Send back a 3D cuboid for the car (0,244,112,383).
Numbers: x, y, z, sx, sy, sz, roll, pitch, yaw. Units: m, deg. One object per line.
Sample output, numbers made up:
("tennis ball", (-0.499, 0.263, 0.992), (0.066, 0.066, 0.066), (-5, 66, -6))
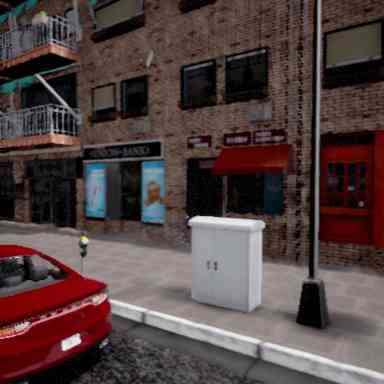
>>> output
("car", (-3.143, 1.454, 4.816), (4.507, 1.381, 1.887), (1, 2, 34))
